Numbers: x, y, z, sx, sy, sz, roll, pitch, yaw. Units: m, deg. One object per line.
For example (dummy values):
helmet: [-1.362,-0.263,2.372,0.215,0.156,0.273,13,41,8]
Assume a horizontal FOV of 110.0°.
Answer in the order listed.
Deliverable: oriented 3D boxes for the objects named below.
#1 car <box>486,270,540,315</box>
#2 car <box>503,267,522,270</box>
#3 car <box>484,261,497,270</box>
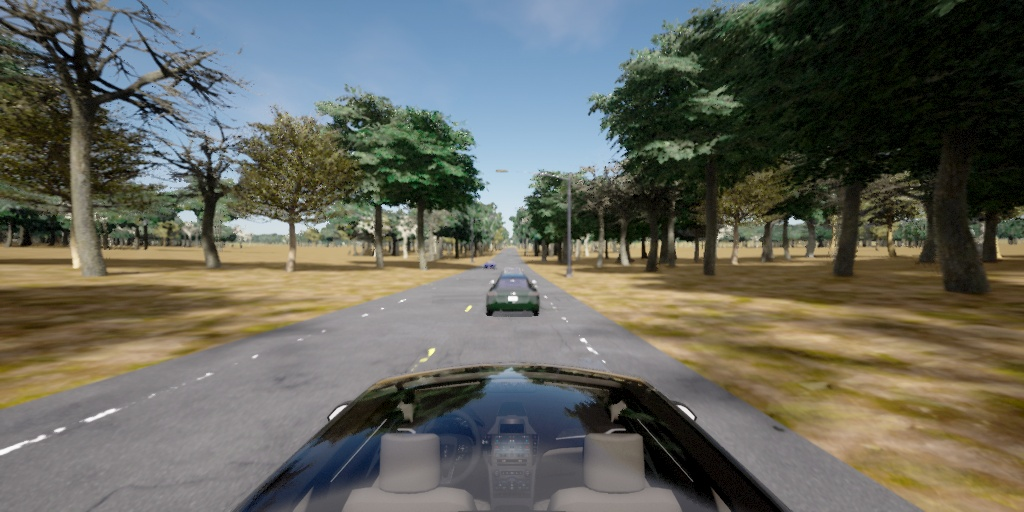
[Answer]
car: [0.051,1.443,14.282,1.994,1.385,4.181,0,0,1]
car: [0.043,1.551,28.390,1.895,1.301,4.718,0,0,1]
car: [-3.550,1.535,58.344,1.895,1.301,4.718,0,1,1]
